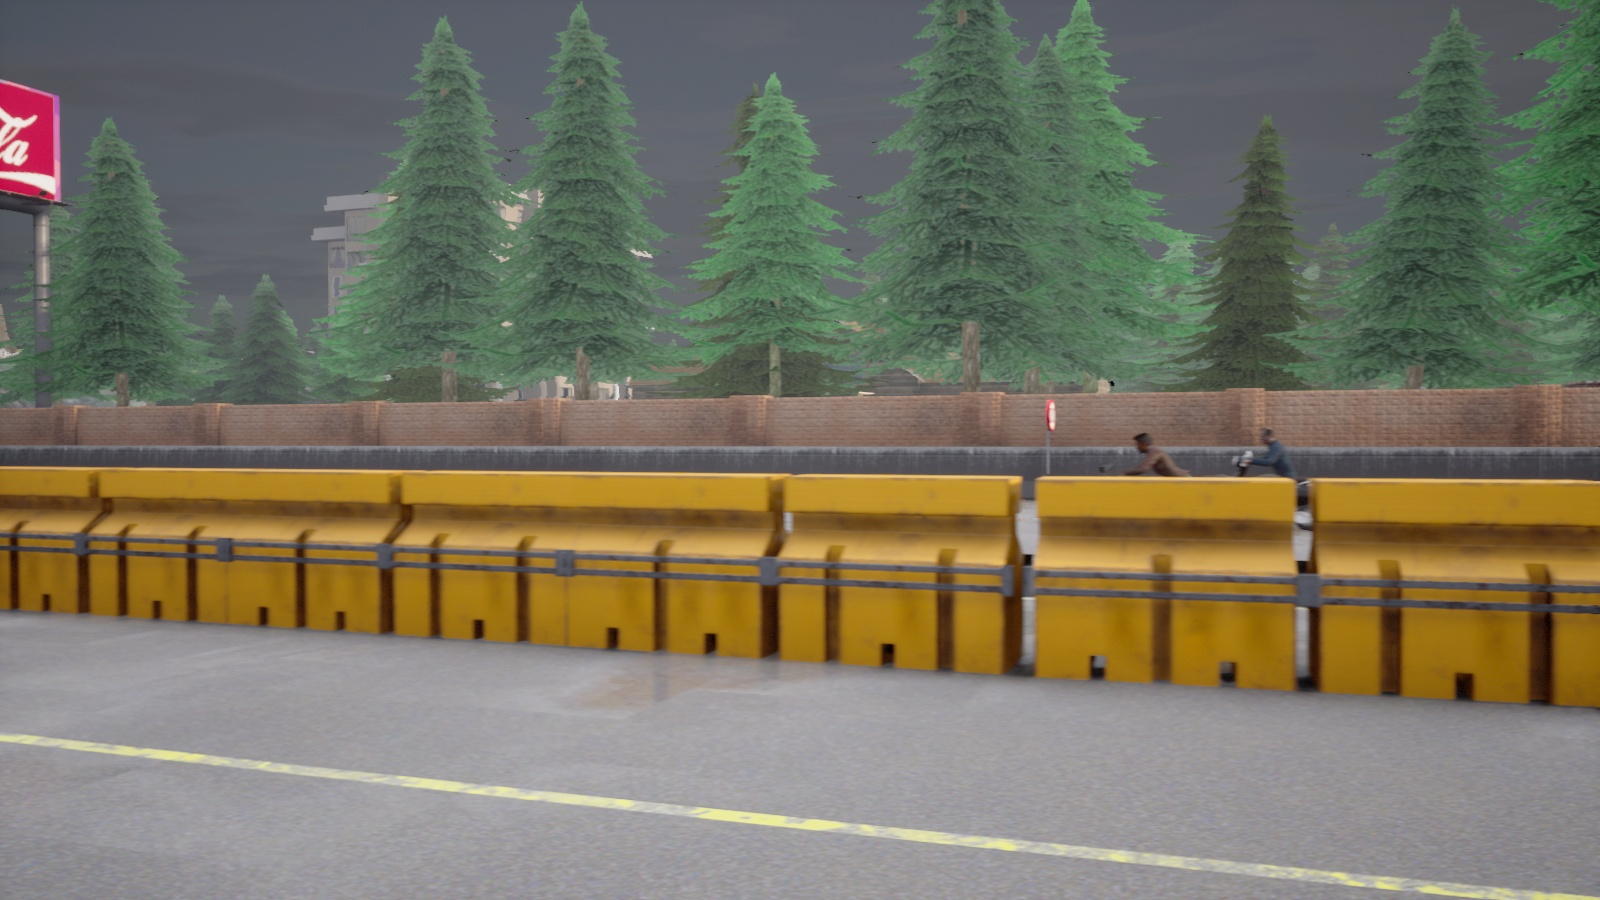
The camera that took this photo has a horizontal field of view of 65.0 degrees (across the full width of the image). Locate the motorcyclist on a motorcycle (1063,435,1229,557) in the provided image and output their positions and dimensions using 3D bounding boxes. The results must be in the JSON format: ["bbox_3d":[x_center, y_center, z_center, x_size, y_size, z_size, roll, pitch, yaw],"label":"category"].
[{"bbox_3d":[4.528,0.568,16.422,2.044,1.523,0.797,0,1,19],"label":"motorcyclist on a motorcycle"}]

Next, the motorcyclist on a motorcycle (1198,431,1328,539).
[{"bbox_3d":[7.071,0.504,19.283,1.817,1.590,0.866,1,1,18],"label":"motorcyclist on a motorcycle"}]
